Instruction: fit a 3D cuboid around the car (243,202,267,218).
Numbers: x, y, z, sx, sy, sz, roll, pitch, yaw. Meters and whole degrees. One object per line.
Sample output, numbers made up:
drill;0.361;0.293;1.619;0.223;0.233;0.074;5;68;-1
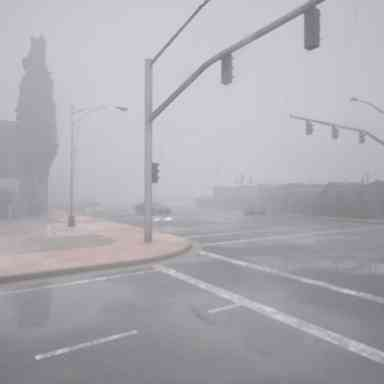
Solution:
car;6.063;1.645;31.940;1.994;1.385;4.181;0;-1;8

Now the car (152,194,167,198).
car;-7.787;1.314;78.563;3.866;1.878;1.905;0;0;-34

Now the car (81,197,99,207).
car;-15.851;1.546;51.577;1.882;1.535;5.008;0;0;-32

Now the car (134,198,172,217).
car;-3.991;1.611;32.851;2.033;1.411;5.357;0;0;-33

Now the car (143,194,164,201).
car;-9.361;1.312;80.993;4.605;1.855;1.932;0;0;-34

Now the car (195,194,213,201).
car;3.220;1.312;62.317;3.866;1.878;1.905;0;0;-34
